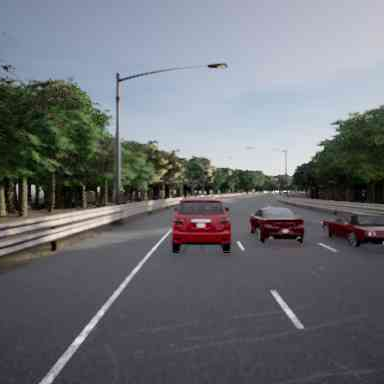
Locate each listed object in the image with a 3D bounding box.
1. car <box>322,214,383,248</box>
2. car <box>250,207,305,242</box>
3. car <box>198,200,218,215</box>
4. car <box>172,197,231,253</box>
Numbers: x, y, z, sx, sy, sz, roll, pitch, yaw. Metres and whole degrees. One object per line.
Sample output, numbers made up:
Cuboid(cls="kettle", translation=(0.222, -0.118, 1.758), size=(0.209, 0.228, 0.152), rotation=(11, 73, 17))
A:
Cuboid(cls="car", translation=(7.443, 1.606, 14.755), size=(1.895, 1.301, 4.718), rotation=(0, 0, 2))
Cuboid(cls="car", translation=(4.018, 1.481, 16.381), size=(1.882, 1.535, 5.008), rotation=(0, 0, 2))
Cuboid(cls="car", translation=(1.715, 1.566, 34.547), size=(1.994, 1.385, 4.181), rotation=(0, 0, 5))
Cuboid(cls="car", translation=(0.409, 1.221, 13.950), size=(2.150, 2.045, 5.566), rotation=(0, 0, 2))
